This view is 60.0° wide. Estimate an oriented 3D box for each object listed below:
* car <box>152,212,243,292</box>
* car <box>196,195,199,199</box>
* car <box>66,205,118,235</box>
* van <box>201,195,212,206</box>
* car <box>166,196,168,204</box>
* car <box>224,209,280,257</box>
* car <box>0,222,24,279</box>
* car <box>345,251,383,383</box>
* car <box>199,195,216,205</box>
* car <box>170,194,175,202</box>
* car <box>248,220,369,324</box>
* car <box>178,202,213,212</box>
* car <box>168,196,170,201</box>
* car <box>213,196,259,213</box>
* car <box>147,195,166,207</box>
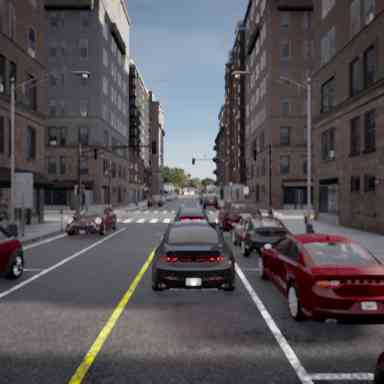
[{"bbox_3d":[0.037,1.514,8.948,1.837,1.490,4.892,0,0,0],"label":"car"},{"bbox_3d":[2.439,1.375,62.081,2.192,1.841,5.009,0,0,0],"label":"car"},{"bbox_3d":[-5.458,1.459,18.480,1.967,1.590,4.097,0,0,0],"label":"car"},{"bbox_3d":[2.466,1.396,56.577,1.690,1.788,3.998,0,0,0],"label":"van"},{"bbox_3d":[-5.642,1.621,56.542,1.947,1.339,4.313,0,0,0],"label":"car"},{"bbox_3d":[2.590,1.564,12.831,2.008,1.369,4.403,0,0,0],"label":"car"},{"bbox_3d":[-5.412,1.448,7.116,1.967,1.590,4.097,0,0,0],"label":"car"},{"bbox_3d":[2.636,1.442,1.467,1.967,1.590,4.097,0,0,0],"label":"car"},{"bbox_3d":[2.520,1.360,45.570,2.192,1.841,5.009,0,0,0],"label":"car"},{"bbox_3d":[-5.723,1.620,78.558,1.887,1.381,4.507,0,0,0],"label":"car"},{"bbox_3d":[2.613,1.552,7.149,1.887,1.381,4.507,0,0,0],"label":"car"},{"bbox_3d":[-0.009,1.524,18.393,1.837,1.490,4.892,0,0,1],"label":"car"},{"bbox_3d":[-5.662,1.611,62.046,2.008,1.369,4.403,0,0,0],"label":"car"},{"bbox_3d":[2.567,1.334,18.514,2.192,1.841,5.009,0,0,0],"label":"car"},{"bbox_3d":[-5.622,1.365,51.039,2.192,1.841,5.009,0,0,0],"label":"car"}]
